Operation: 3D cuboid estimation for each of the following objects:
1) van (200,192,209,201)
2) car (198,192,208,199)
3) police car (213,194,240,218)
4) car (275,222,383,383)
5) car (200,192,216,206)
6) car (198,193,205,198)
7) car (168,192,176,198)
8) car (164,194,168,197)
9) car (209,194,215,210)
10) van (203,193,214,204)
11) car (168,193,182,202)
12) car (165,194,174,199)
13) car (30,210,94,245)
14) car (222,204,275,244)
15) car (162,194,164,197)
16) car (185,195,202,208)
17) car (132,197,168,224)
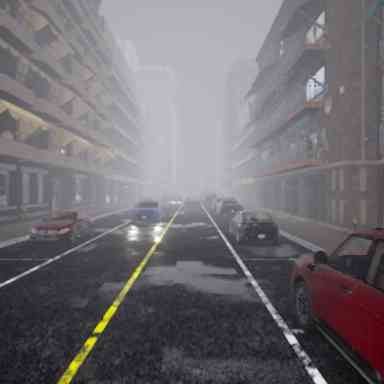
[{"bbox_3d":[2.720,0.963,71.875,1.690,1.788,3.998,0,0,0],"label":"van"},{"bbox_3d":[2.723,0.881,83.240,2.192,1.841,5.009,0,0,0],"label":"car"},{"bbox_3d":[3.144,1.270,28.399,1.930,1.638,5.238,0,0,0],"label":"police car"},{"bbox_3d":[2.696,1.294,3.687,2.192,1.841,5.009,0,0,0],"label":"car"},{"bbox_3d":[2.712,1.051,49.146,2.192,1.841,5.009,0,0,0],"label":"car"},{"bbox_3d":[2.727,1.077,94.605,1.947,1.339,4.313,0,0,0],"label":"car"},{"bbox_3d":[-5.653,0.951,94.606,1.967,1.590,4.097,0,0,0],"label":"car"},{"bbox_3d":[-5.661,1.166,71.877,1.887,1.381,4.507,0,0,0],"label":"car"},{"bbox_3d":[3.153,1.286,35.289,1.882,1.535,5.008,0,0,0],"label":"car"},{"bbox_3d":[2.714,1.048,54.829,1.690,1.788,3.998,0,0,0],"label":"van"},{"bbox_3d":[-2.994,1.151,65.451,2.128,1.511,4.902,0,0,1],"label":"car"},{"bbox_3d":[-5.658,1.116,83.242,2.008,1.369,4.403,0,0,0],"label":"car"},{"bbox_3d":[-5.682,1.499,15.054,1.802,1.307,4.206,0,0,0],"label":"car"},{"bbox_3d":[2.699,1.468,15.054,2.008,1.369,4.403,0,0,0],"label":"car"},{"bbox_3d":[-5.670,1.318,49.148,1.802,1.307,4.206,0,0,0],"label":"car"},{"bbox_3d":[0.020,1.374,44.415,1.895,1.301,4.718,0,0,0],"label":"car"},{"bbox_3d":[-3.091,1.346,24.033,1.882,1.535,5.008,0,0,0],"label":"car"}]
